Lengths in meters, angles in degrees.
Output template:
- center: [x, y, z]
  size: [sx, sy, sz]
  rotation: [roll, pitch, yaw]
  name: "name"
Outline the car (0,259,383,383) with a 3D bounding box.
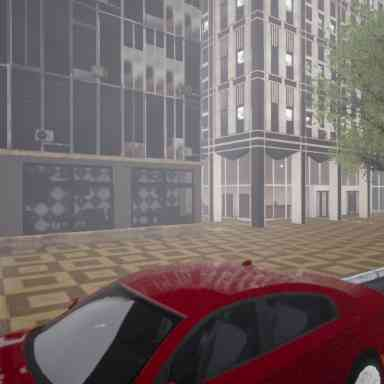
- center: [-0.091, 1.477, 3.007]
  size: [5.008, 1.535, 1.882]
  rotation: [0, 0, -36]
  name: "car"
